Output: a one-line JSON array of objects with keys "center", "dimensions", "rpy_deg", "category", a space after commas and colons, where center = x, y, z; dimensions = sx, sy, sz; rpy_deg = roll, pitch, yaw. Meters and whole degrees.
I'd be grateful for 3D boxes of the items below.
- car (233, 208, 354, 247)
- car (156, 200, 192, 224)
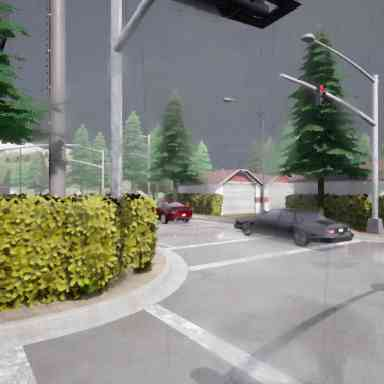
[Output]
[{"center": [4.251, 1.423, 14.782], "dimensions": [2.033, 1.411, 5.357], "rpy_deg": [0, 2, -35], "category": "car"}, {"center": [-1.944, 1.306, 23.377], "dimensions": [1.882, 1.535, 5.008], "rpy_deg": [-1, 1, -35], "category": "car"}]
